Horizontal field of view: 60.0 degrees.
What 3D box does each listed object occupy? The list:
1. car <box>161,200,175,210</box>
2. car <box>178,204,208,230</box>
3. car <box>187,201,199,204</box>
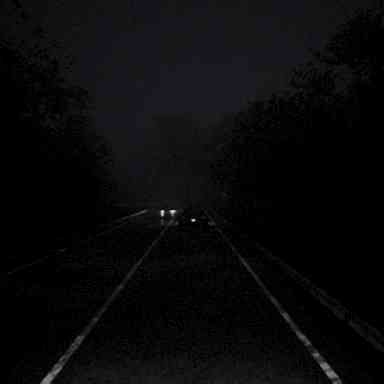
[{"bbox_3d":[-3.549,1.978,50.210,1.812,1.442,4.674,0,-1,0],"label":"car"},{"bbox_3d":[0.086,1.774,22.922,1.994,1.385,4.181,0,-1,0],"label":"car"},{"bbox_3d":[0.075,1.854,40.069,2.128,1.511,4.902,0,-1,0],"label":"car"}]
